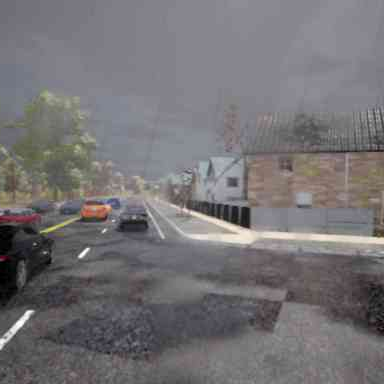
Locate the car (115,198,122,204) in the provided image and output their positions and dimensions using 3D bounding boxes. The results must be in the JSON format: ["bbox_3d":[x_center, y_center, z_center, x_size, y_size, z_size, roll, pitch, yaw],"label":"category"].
[{"bbox_3d":[-11.387,1.597,48.860,1.882,1.535,5.008,1,0,-9],"label":"car"}]

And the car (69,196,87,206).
[{"bbox_3d":[-19.342,1.555,56.790,2.128,1.511,4.902,1,0,-9],"label":"car"}]

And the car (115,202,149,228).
[{"bbox_3d":[-3.904,1.626,22.679,2.033,1.411,5.357,1,0,-9],"label":"car"}]

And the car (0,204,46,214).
[{"bbox_3d":[-10.064,1.585,18.758,1.895,1.301,4.718,1,0,-9],"label":"car"}]

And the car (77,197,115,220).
[{"bbox_3d":[-8.144,1.412,28.620,2.097,1.767,4.553,1,0,-9],"label":"car"}]

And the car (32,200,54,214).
[{"bbox_3d":[-16.047,1.546,35.603,2.033,1.411,5.357,1,0,-9],"label":"car"}]

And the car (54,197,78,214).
[{"bbox_3d":[-12.742,1.586,35.508,2.033,1.411,5.357,1,0,-9],"label":"car"}]

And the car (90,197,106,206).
[{"bbox_3d":[-16.149,1.649,57.413,2.033,1.411,5.357,1,0,-9],"label":"car"}]

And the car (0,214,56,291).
[{"bbox_3d":[-4.961,1.515,8.711,1.812,1.442,4.674,1,0,-9],"label":"car"}]
